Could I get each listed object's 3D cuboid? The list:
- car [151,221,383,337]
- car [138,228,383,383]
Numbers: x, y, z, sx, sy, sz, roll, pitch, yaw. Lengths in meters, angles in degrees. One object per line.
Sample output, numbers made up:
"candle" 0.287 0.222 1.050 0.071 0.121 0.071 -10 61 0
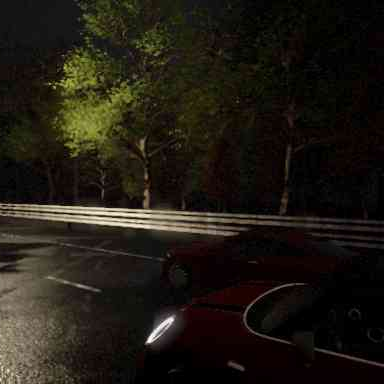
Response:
"car" 1.461 1.526 7.260 4.674 1.442 1.812 0 0 36
"car" 1.679 1.353 2.804 4.553 1.767 2.097 0 0 35
